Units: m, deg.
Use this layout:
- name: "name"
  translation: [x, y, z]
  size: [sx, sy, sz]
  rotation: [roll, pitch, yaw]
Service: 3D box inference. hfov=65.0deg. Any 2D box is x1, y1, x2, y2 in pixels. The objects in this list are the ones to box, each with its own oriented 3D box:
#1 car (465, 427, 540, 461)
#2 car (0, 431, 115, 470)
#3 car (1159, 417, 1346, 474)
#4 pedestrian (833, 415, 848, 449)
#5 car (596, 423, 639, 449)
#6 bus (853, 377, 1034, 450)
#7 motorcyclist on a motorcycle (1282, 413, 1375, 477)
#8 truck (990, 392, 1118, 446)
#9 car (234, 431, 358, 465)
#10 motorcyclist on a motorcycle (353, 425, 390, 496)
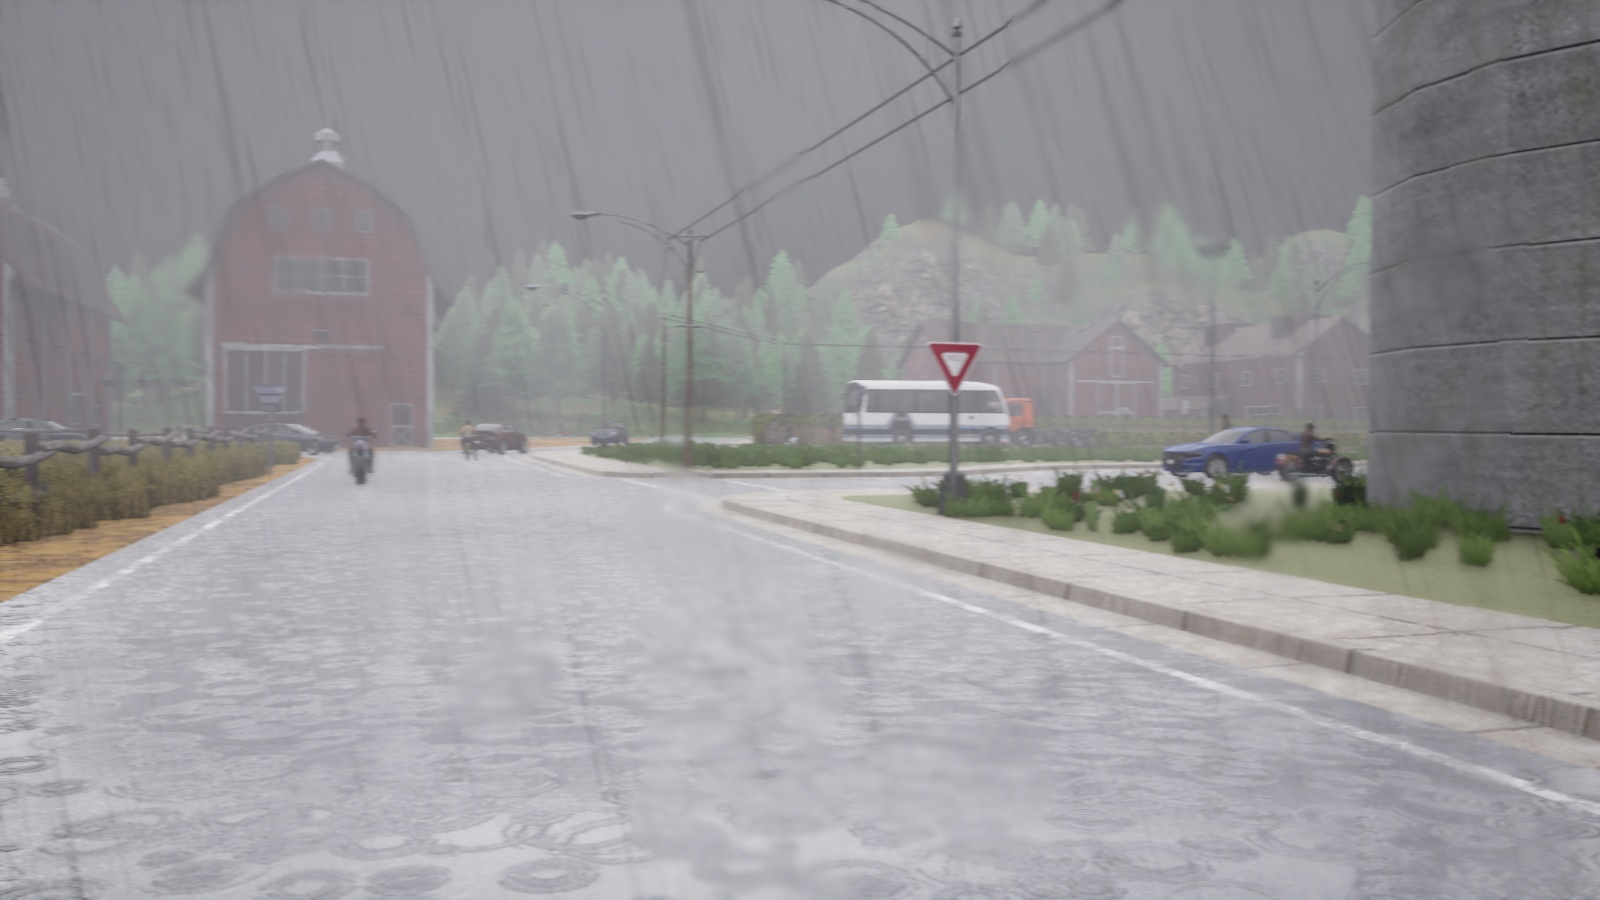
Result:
- name: "car"
  translation: [-14.340, -0.315, 60.840]
  size: [1.882, 1.535, 5.008]
  rotation: [-1, 1, 7]
- name: "car"
  translation: [-33.358, 0.000, 55.815]
  size: [4.856, 1.649, 2.033]
  rotation: [-1, 1, -21]
- name: "car"
  translation: [13.181, -0.170, 36.610]
  size: [5.008, 1.535, 1.882]
  rotation: [-1, 1, -18]
- name: "pedestrian"
  translation: [2.241, -0.989, 69.422]
  size: [0.694, 1.848, 0.540]
  rotation: [-1, 1, -15]
- name: "car"
  translation: [-11.847, -0.902, 81.553]
  size: [1.851, 1.617, 3.988]
  rotation: [-1, 1, 5]
- name: "bus"
  translation: [8.761, -2.255, 77.239]
  size: [10.273, 4.253, 3.944]
  rotation: [-1, 1, -15]
- name: "motorcyclist on a motorcycle"
  translation: [13.973, -0.141, 33.187]
  size: [2.350, 1.649, 0.766]
  rotation: [-1, 1, -18]
- name: "truck"
  translation: [16.901, -2.087, 83.524]
  size: [7.936, 3.462, 2.891]
  rotation: [-1, 1, -18]
- name: "car"
  translation: [-23.129, -0.097, 57.696]
  size: [4.792, 1.488, 2.163]
  rotation: [-1, 1, 3]
- name: "motorcyclist on a motorcycle"
  translation: [-10.333, 0.222, 30.351]
  size: [0.766, 1.649, 2.350]
  rotation: [-1, 1, -17]
